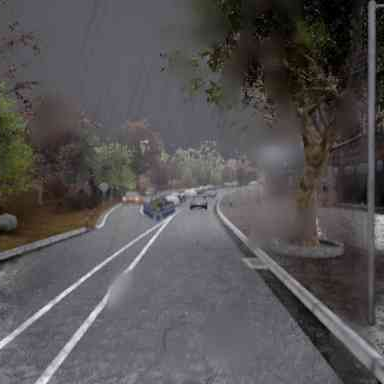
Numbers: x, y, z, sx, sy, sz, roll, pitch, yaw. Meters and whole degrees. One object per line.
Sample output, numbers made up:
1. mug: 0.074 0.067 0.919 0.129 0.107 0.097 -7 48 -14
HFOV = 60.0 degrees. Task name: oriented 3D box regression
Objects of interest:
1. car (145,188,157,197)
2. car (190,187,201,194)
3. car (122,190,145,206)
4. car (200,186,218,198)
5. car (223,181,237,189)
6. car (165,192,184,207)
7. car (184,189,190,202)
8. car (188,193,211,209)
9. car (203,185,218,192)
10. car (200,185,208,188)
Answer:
1. car: -7.327 -0.009 58.282 2.128 1.511 4.902 0 3 5
2. car: -0.342 0.233 57.903 2.002 1.452 4.674 0 3 12
3. car: -7.339 0.702 41.048 2.097 1.767 4.553 0 2 -4
4. car: 3.296 0.238 57.226 2.033 1.411 5.357 0 3 11
5. car: 9.839 -1.700 90.550 2.231 1.521 4.892 -3 2 25
6. car: -2.590 1.128 41.414 2.002 1.452 4.674 -2 3 4
7. car: -2.077 0.741 47.524 2.097 1.535 5.008 1 4 9
8. car: 0.901 1.219 39.163 1.994 1.385 4.181 0 1 4
9. car: 4.202 -0.831 75.558 2.097 1.535 5.008 0 3 18
10. car: 0.986 -0.146 63.982 2.097 1.535 5.008 0 4 14
